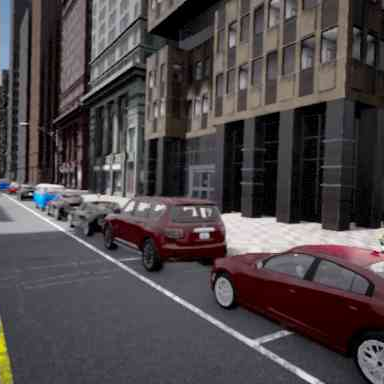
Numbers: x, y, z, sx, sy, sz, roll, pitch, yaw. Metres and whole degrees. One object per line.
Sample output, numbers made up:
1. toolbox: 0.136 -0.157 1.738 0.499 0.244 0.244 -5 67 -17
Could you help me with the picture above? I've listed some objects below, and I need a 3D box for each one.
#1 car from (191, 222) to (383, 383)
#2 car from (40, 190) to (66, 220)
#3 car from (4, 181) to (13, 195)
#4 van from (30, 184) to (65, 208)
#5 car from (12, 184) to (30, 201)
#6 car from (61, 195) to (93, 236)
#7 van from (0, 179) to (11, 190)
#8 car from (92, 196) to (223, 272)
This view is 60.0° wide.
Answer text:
1. car: 2.067 1.478 5.188 1.887 1.381 4.507 1 2 -33
2. car: -7.212 0.816 19.310 1.947 1.339 4.313 1 2 -33
3. car: -22.674 -0.342 42.845 1.887 1.381 4.507 1 2 -33
4. van: -10.296 0.363 24.012 1.690 1.788 3.998 1 2 -33
5. car: -16.489 0.133 33.431 1.947 1.339 4.313 1 2 -33
6. car: -4.119 1.043 14.603 1.947 1.339 4.313 1 2 -33
7. van: -31.945 -1.222 56.962 1.690 1.788 3.998 1 2 -33
8. car: -1.017 1.020 9.890 2.192 1.841 5.009 1 2 -33
